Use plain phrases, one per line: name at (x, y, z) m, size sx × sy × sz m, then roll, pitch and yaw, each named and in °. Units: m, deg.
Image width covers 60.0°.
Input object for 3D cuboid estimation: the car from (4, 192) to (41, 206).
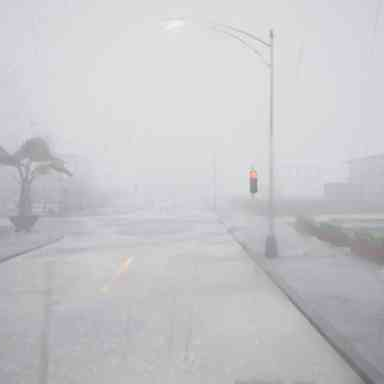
car at (-19.795, 0.903, 39.175) m, size 1.905 × 1.878 × 3.866 m, roll 0°, pitch 0°, yaw 35°
